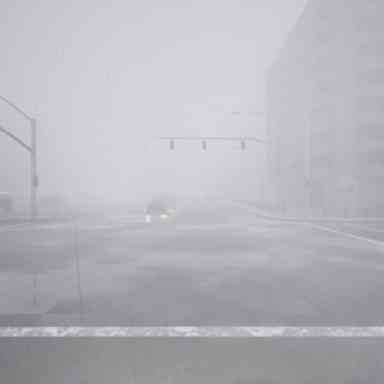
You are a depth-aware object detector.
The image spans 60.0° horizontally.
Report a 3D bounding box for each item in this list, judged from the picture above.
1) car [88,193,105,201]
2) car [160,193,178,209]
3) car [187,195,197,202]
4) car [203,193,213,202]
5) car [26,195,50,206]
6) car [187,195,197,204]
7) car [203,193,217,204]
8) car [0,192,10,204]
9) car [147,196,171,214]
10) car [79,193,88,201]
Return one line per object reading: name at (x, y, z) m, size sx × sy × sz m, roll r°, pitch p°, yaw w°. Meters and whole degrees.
car at (-21.041, 1.110, 74.584) m, size 1.932 × 1.855 × 4.605 m, roll 0°, pitch 0°, yaw 0°
car at (-3.583, 1.192, 46.570) m, size 2.150 × 2.045 × 5.566 m, roll 0°, pitch 0°, yaw 0°
car at (0.007, 1.340, 73.205) m, size 2.128 × 1.511 × 4.902 m, roll 0°, pitch 0°, yaw 0°
car at (3.507, 1.170, 73.175) m, size 2.097 × 1.767 × 4.553 m, roll 0°, pitch 0°, yaw 0°
car at (-26.704, 1.362, 57.192) m, size 1.970 × 1.475 × 3.806 m, roll 0°, pitch 0°, yaw 0°
car at (0.006, 1.489, 64.229) m, size 1.812 × 1.442 × 4.674 m, roll 0°, pitch 0°, yaw 0°
car at (3.506, 1.185, 63.659) m, size 2.150 × 2.045 × 5.566 m, roll 0°, pitch 0°, yaw 0°
car at (-43.559, 1.113, 74.684) m, size 1.905 × 1.878 × 3.866 m, roll 0°, pitch 0°, yaw 0°
car at (-3.587, 1.457, 35.537) m, size 1.882 × 1.535 × 5.008 m, roll 0°, pitch 0°, yaw 0°
car at (-23.935, 1.113, 74.649) m, size 1.905 × 1.878 × 3.866 m, roll 0°, pitch 0°, yaw 0°
